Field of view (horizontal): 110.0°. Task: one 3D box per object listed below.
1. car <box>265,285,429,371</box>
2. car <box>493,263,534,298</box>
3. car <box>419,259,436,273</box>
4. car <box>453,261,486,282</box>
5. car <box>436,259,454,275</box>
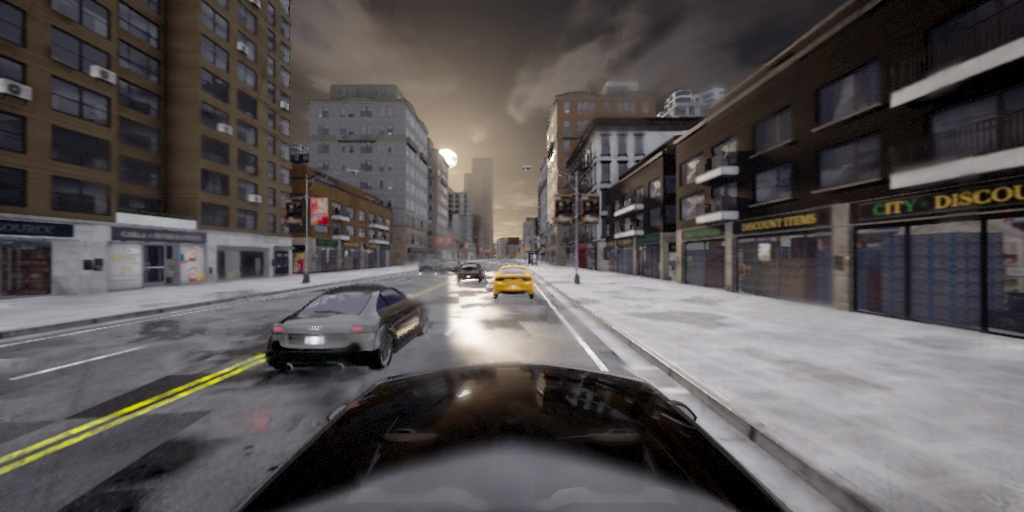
[{"bbox_3d":[-3.156,1.318,7.745,1.994,1.385,4.181,0,0,0],"label":"car"},{"bbox_3d":[0.076,1.228,18.436,1.882,1.535,5.008,0,0,0],"label":"car"},{"bbox_3d":[-9.834,1.114,43.772,2.097,1.767,4.553,0,0,0],"label":"car"},{"bbox_3d":[-3.186,1.259,28.580,1.837,1.490,4.892,0,0,0],"label":"car"},{"bbox_3d":[-6.615,1.266,39.199,1.837,1.490,4.892,0,-1,0],"label":"car"}]
